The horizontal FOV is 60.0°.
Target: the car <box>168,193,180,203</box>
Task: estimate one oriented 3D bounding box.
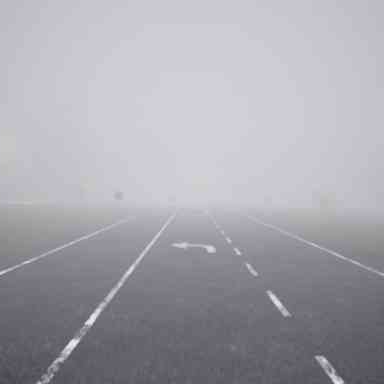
[{"bbox_3d":[-3.658,1.270,68.268,2.150,2.045,5.566,0,0,0],"label":"car"}]
